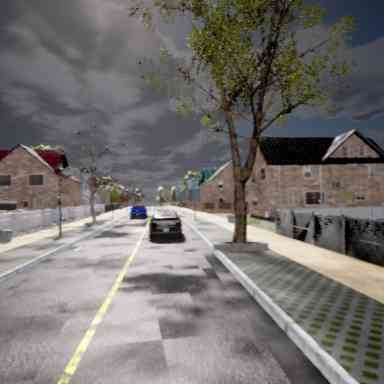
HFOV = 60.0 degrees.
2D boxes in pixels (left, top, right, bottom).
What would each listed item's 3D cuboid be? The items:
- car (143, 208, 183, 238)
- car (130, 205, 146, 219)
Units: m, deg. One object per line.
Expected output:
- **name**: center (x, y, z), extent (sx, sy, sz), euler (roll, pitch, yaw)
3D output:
- **car**: center (-1.605, 1.853, 20.113), extent (2.128, 1.511, 4.902), euler (-1, -1, -5)
- **car**: center (-6.256, 2.306, 39.422), extent (1.882, 1.535, 5.008), euler (-1, -1, -6)
